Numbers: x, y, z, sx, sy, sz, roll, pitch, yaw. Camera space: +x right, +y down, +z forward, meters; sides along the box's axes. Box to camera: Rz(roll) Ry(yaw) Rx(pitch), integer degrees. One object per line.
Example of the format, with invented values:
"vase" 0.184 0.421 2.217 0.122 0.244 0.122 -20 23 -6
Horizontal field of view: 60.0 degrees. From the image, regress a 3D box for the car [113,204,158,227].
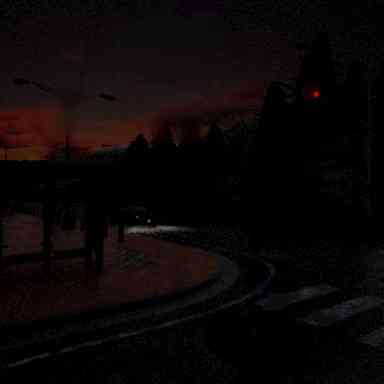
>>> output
"car" -4.154 1.623 23.750 1.812 1.442 4.674 1 0 -35
